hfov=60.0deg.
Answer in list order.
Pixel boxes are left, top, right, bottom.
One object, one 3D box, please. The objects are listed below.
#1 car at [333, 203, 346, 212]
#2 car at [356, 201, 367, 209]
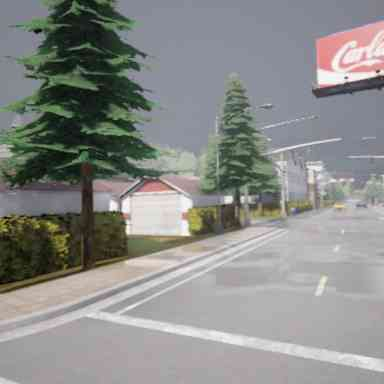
[{"bbox_3d":[25.795,2.590,58.033,1.882,1.535,5.008,-3,-2,27],"label":"car"},{"bbox_3d":[33.246,2.497,65.167,2.128,1.511,4.902,-3,-2,26],"label":"car"}]
